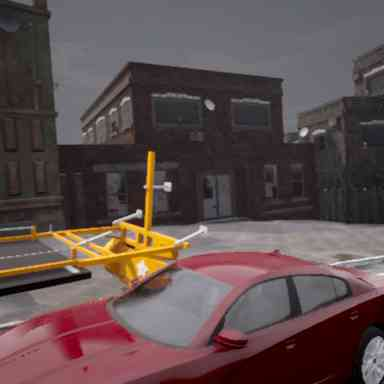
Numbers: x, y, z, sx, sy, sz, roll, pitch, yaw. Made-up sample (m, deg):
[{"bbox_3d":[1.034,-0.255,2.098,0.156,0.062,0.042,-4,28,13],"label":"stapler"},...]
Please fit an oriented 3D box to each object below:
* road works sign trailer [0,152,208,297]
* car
[{"bbox_3d":[-1.781,0.702,5.370,3.560,2.880,2.380,-1,6,-43],"label":"road works sign trailer"},{"bbox_3d":[0.371,1.490,3.771,5.008,1.535,1.882,0,0,-33],"label":"car"}]
